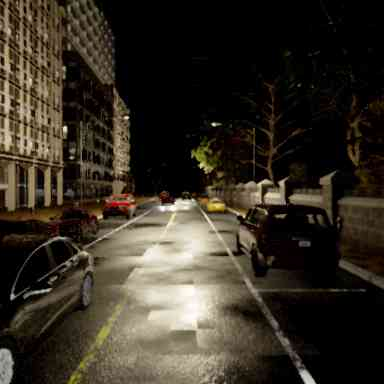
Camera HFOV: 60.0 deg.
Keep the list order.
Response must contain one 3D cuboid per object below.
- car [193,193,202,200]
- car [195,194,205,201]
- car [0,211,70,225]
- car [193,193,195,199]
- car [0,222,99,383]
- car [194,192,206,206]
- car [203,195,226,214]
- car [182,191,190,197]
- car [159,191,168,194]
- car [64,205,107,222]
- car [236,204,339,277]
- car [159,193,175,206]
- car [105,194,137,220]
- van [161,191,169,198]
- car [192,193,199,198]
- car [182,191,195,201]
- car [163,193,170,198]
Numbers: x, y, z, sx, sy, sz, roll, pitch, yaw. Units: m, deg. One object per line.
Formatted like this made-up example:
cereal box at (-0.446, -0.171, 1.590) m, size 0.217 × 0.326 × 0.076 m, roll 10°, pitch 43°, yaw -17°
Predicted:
car at (1.253, 0.993, 76.499) m, size 1.947 × 1.339 × 4.313 m, roll 0°, pitch 0°, yaw -1°
car at (1.538, 1.079, 65.403) m, size 1.947 × 1.339 × 4.313 m, roll 0°, pitch 0°, yaw -1°
car at (-5.481, 1.475, 9.869) m, size 1.887 × 1.381 × 4.507 m, roll 0°, pitch 0°, yaw 0°
car at (1.680, 1.139, 59.856) m, size 1.802 × 1.307 × 4.206 m, roll 0°, pitch 0°, yaw -1°
car at (-2.861, 1.470, 4.840) m, size 1.837 × 1.490 × 4.892 m, roll 0°, pitch 0°, yaw 0°
car at (1.671, 1.115, 46.861) m, size 1.801 × 1.575 × 5.366 m, roll 0°, pitch 0°, yaw -1°
car at (2.305, 1.292, 32.291) m, size 1.752 × 1.417 × 4.829 m, roll 0°, pitch 0°, yaw -1°
car at (-1.628, 0.529, 88.939) m, size 2.097 × 1.767 × 4.553 m, roll 0°, pitch 0°, yaw -1°
car at (-6.914, 0.700, 81.939) m, size 2.192 × 1.841 × 5.009 m, roll 0°, pitch 0°, yaw -1°
car at (-5.517, 1.473, 15.419) m, size 1.802 × 1.307 × 4.206 m, roll 0°, pitch 0°, yaw 0°
car at (2.544, 1.244, 9.930) m, size 2.192 × 1.841 × 5.009 m, roll 0°, pitch 0°, yaw 0°
car at (-3.416, 1.251, 47.811) m, size 1.895 × 1.301 × 4.718 m, roll 0°, pitch 0°, yaw -1°
car at (-5.634, 1.126, 26.511) m, size 2.192 × 1.841 × 5.009 m, roll 0°, pitch 0°, yaw -1°
van at (-7.056, 0.681, 87.479) m, size 1.690 × 1.788 × 3.998 m, roll 0°, pitch 0°, yaw -1°
car at (0.969, 0.920, 87.595) m, size 1.802 × 1.307 × 4.206 m, roll 0°, pitch 0°, yaw -1°
car at (-1.024, 1.062, 65.409) m, size 2.033 × 1.411 × 5.357 m, roll 0°, pitch 0°, yaw -1°
car at (-7.198, 0.877, 93.019) m, size 1.802 × 1.307 × 4.206 m, roll 0°, pitch 0°, yaw -1°
